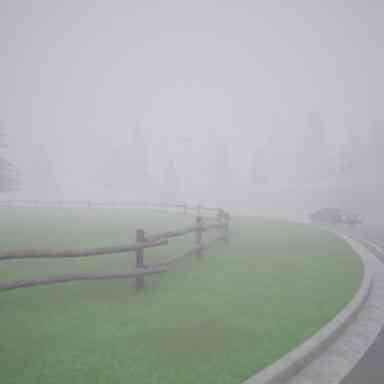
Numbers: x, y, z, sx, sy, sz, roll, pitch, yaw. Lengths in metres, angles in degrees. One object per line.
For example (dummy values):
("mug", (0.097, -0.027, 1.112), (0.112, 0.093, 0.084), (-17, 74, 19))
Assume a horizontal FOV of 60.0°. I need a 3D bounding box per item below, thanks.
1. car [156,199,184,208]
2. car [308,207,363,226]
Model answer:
("car", (-3.606, 1.900, 54.583), (4.892, 1.490, 1.837), (0, -2, 17))
("car", (11.116, 1.868, 26.128), (2.033, 1.411, 5.357), (1, 0, -5))
